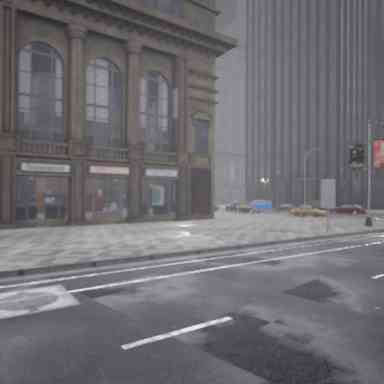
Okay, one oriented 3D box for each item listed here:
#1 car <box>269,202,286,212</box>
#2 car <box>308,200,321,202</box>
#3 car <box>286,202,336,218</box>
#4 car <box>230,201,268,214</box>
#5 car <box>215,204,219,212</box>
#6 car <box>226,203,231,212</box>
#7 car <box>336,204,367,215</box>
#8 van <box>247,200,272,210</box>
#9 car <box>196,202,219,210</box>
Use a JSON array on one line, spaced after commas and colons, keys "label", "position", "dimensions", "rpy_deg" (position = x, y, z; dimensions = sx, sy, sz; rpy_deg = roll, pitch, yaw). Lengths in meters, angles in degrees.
[{"label": "car", "position": [14.698, 2.462, 52.018], "dimensions": [1.802, 1.307, 4.206], "rpy_deg": [-1, 0, -35]}, {"label": "car", "position": [17.636, 2.126, 47.870], "dimensions": [2.192, 1.841, 5.009], "rpy_deg": [-1, 0, -35]}, {"label": "car", "position": [13.720, 2.207, 38.650], "dimensions": [1.752, 1.417, 4.829], "rpy_deg": [0, -1, -35]}, {"label": "car", "position": [7.963, 2.368, 46.754], "dimensions": [2.008, 1.369, 4.403], "rpy_deg": [0, -1, -35]}, {"label": "car", "position": [2.300, 2.265, 54.722], "dimensions": [2.192, 1.841, 5.009], "rpy_deg": [0, -1, -35]}, {"label": "car", "position": [7.492, 2.498, 52.051], "dimensions": [1.895, 1.301, 4.718], "rpy_deg": [0, -1, -35]}, {"label": "car", "position": [20.580, 2.286, 43.717], "dimensions": [1.887, 1.381, 4.507], "rpy_deg": [-1, 0, -35]}, {"label": "van", "position": [11.753, 2.290, 56.170], "dimensions": [1.690, 1.788, 3.998], "rpy_deg": [-1, 0, -35]}, {"label": "car", "position": [2.934, 2.684, 63.849], "dimensions": [1.895, 1.301, 4.718], "rpy_deg": [0, -1, -35]}]
